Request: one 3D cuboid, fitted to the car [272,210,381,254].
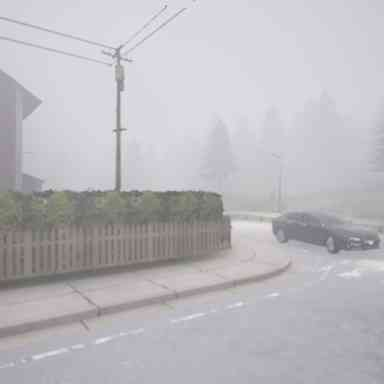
[{"bbox_3d":[5.388,1.556,14.045,1.837,1.490,4.892,0,0,-24],"label":"car"}]
